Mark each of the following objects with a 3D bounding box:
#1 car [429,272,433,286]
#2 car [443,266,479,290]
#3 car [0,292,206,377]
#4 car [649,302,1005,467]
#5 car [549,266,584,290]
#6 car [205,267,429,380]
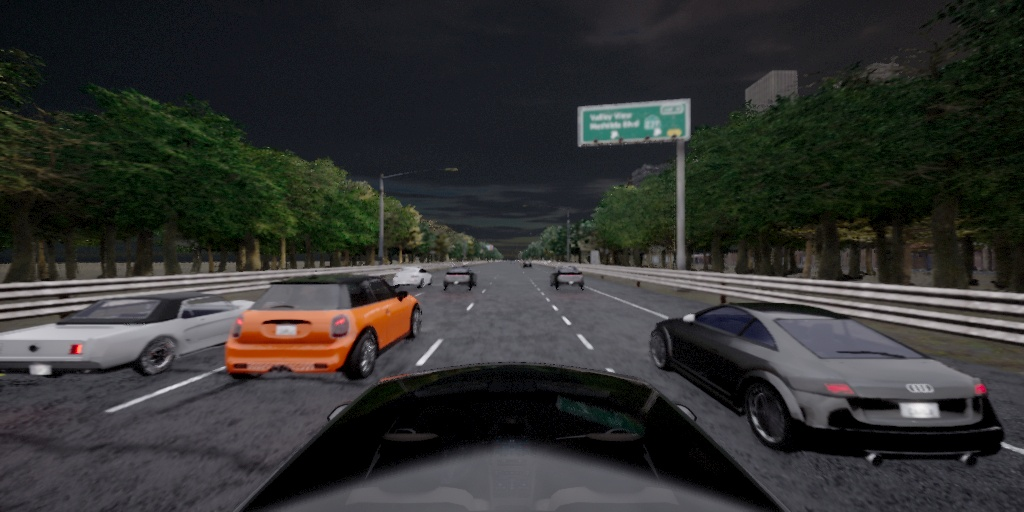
[{"bbox_3d":[-6.887,1.486,25.209,1.812,1.442,4.674,0,-1,0],"label":"car"},{"bbox_3d":[-3.389,1.444,24.242,2.128,1.511,4.902,0,-1,0],"label":"car"},{"bbox_3d":[-6.897,1.403,7.474,1.895,1.301,4.718,0,-1,0],"label":"car"},{"bbox_3d":[3.600,1.345,5.170,1.994,1.385,4.181,0,-1,0],"label":"car"},{"bbox_3d":[3.611,1.444,24.242,2.128,1.511,4.902,0,-1,0],"label":"car"},{"bbox_3d":[-3.399,1.154,7.531,2.097,1.767,4.553,0,-1,0],"label":"car"}]
